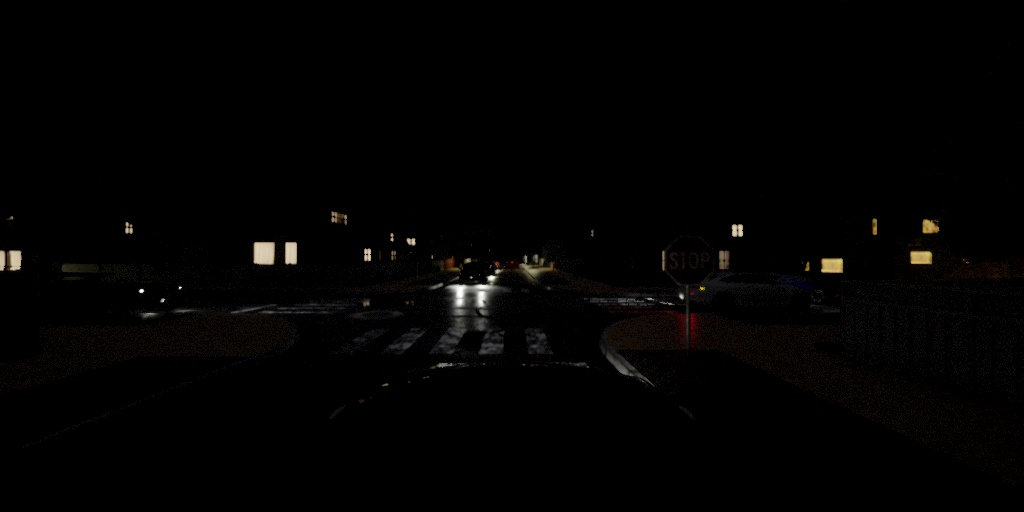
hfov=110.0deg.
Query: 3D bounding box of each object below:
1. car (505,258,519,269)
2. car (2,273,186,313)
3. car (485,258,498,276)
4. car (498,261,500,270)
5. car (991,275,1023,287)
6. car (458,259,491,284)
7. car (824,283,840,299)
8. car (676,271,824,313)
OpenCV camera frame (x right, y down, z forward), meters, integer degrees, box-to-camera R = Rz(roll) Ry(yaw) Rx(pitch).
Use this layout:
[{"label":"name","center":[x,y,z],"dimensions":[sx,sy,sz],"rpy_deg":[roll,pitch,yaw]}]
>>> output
[{"label":"car","center":[0.036,1.118,58.025],"dimensions":[2.097,1.767,4.553],"rpy_deg":[0,0,0]},{"label":"car","center":[-14.547,1.248,12.641],"dimensions":[4.718,1.301,1.895],"rpy_deg":[0,-1,-2]},{"label":"car","center":[-2.856,1.073,37.212],"dimensions":[2.097,1.767,4.553],"rpy_deg":[0,0,0]},{"label":"car","center":[-2.842,1.099,51.591],"dimensions":[2.097,1.767,4.553],"rpy_deg":[0,0,0]},{"label":"car","center":[25.502,1.399,16.821],"dimensions":[4.674,1.442,1.812],"rpy_deg":[0,-1,-2]},{"label":"car","center":[-2.831,1.223,26.947],"dimensions":[1.837,1.490,4.892],"rpy_deg":[0,0,-1]},{"label":"car","center":[11.902,1.406,16.404],"dimensions":[4.718,1.301,1.895],"rpy_deg":[0,-1,-2]},{"label":"car","center":[8.628,1.286,13.518],"dimensions":[4.674,1.442,1.812],"rpy_deg":[0,-1,-4]}]
